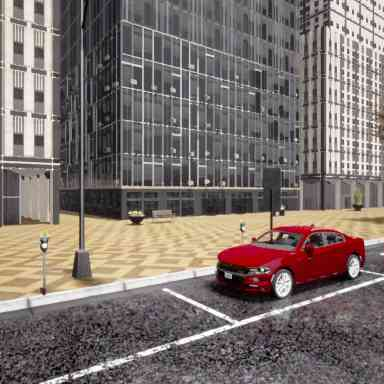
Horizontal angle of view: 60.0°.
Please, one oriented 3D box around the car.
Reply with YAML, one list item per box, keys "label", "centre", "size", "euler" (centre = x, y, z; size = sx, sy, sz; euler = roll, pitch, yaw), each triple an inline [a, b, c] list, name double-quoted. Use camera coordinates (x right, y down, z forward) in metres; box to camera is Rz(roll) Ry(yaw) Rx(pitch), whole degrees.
- label: "car"
  centre: [2.606, 1.545, 8.422]
  size: [4.507, 1.381, 1.887]
  euler: [0, 0, -36]
